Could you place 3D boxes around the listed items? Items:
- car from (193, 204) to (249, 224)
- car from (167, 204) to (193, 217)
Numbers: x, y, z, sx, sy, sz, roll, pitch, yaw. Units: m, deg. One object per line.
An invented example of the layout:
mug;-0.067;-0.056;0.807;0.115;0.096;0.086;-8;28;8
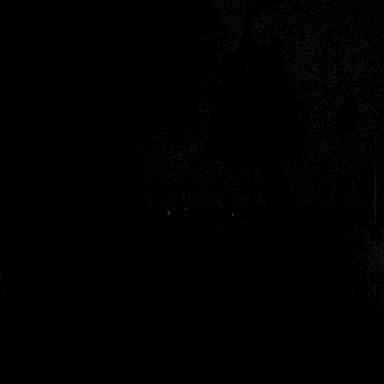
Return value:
car;2.499;1.738;27.366;1.882;1.535;5.008;0;-1;-35
car;-1.150;2.019;37.688;1.994;1.385;4.181;0;-1;-35
